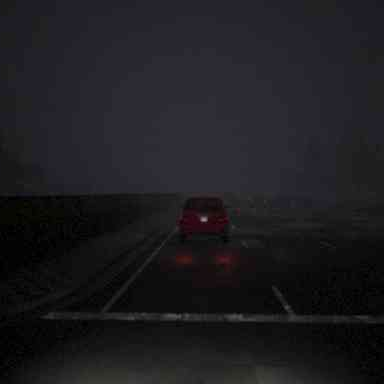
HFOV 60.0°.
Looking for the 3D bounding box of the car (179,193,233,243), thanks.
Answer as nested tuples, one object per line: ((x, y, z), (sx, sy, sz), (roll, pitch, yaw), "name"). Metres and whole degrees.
((0.611, 1.204, 16.200), (2.150, 2.045, 5.566), (0, 0, 3), "car")

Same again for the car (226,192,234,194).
((6.248, 1.165, 56.994), (2.150, 2.045, 5.566), (0, 0, 3), "car")

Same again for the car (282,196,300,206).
((16.732, 1.460, 56.417), (1.837, 1.490, 4.892), (0, 0, 3), "car")

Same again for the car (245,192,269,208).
((9.261, 1.309, 47.594), (2.097, 1.767, 4.553), (0, 0, 3), "car")

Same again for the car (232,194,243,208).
((5.746, 1.431, 47.391), (1.882, 1.535, 5.008), (0, 0, 3), "car")

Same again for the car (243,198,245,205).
((9.741, 1.439, 56.782), (2.128, 1.511, 4.902), (0, 0, 3), "car")

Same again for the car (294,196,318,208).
((16.253, 1.443, 47.259), (1.882, 1.535, 5.008), (0, 0, 3), "car")

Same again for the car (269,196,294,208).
((12.798, 1.312, 48.211), (2.097, 1.767, 4.553), (0, 0, 3), "car")

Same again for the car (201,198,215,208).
((2.274, 1.550, 48.020), (1.895, 1.301, 4.718), (0, 0, 3), "car")

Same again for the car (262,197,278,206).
((13.236, 1.516, 56.600), (1.994, 1.385, 4.181), (0, 0, 3), "car")
